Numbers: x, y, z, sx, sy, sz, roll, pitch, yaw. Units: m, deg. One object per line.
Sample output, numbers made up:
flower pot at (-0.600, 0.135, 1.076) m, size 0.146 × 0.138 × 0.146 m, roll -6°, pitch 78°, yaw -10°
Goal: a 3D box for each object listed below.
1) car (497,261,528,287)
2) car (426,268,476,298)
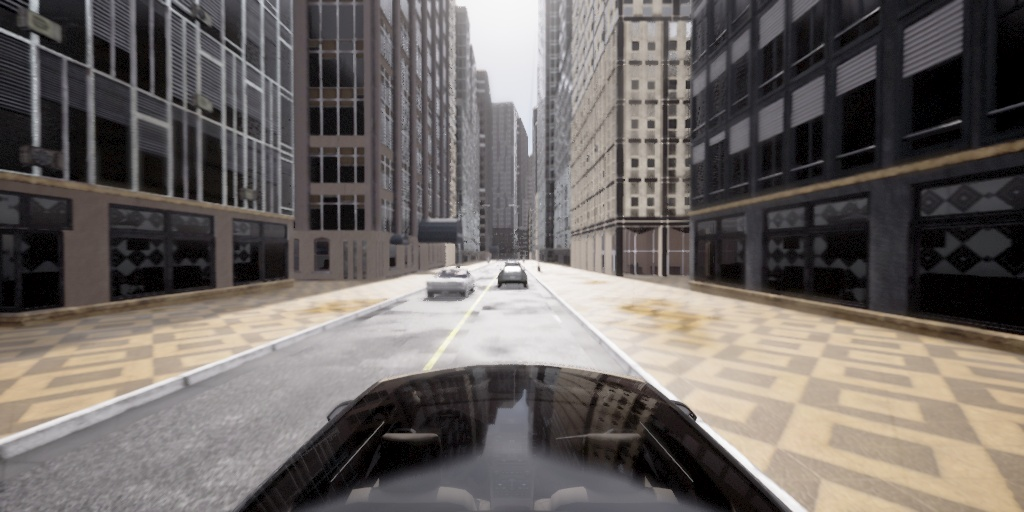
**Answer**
car at (0.049, 1.285, 24.315) m, size 1.994 × 1.385 × 4.181 m, roll 0°, pitch 0°, yaw 1°
car at (-3.023, 1.327, 18.427) m, size 1.895 × 1.301 × 4.718 m, roll 0°, pitch 0°, yaw 0°
